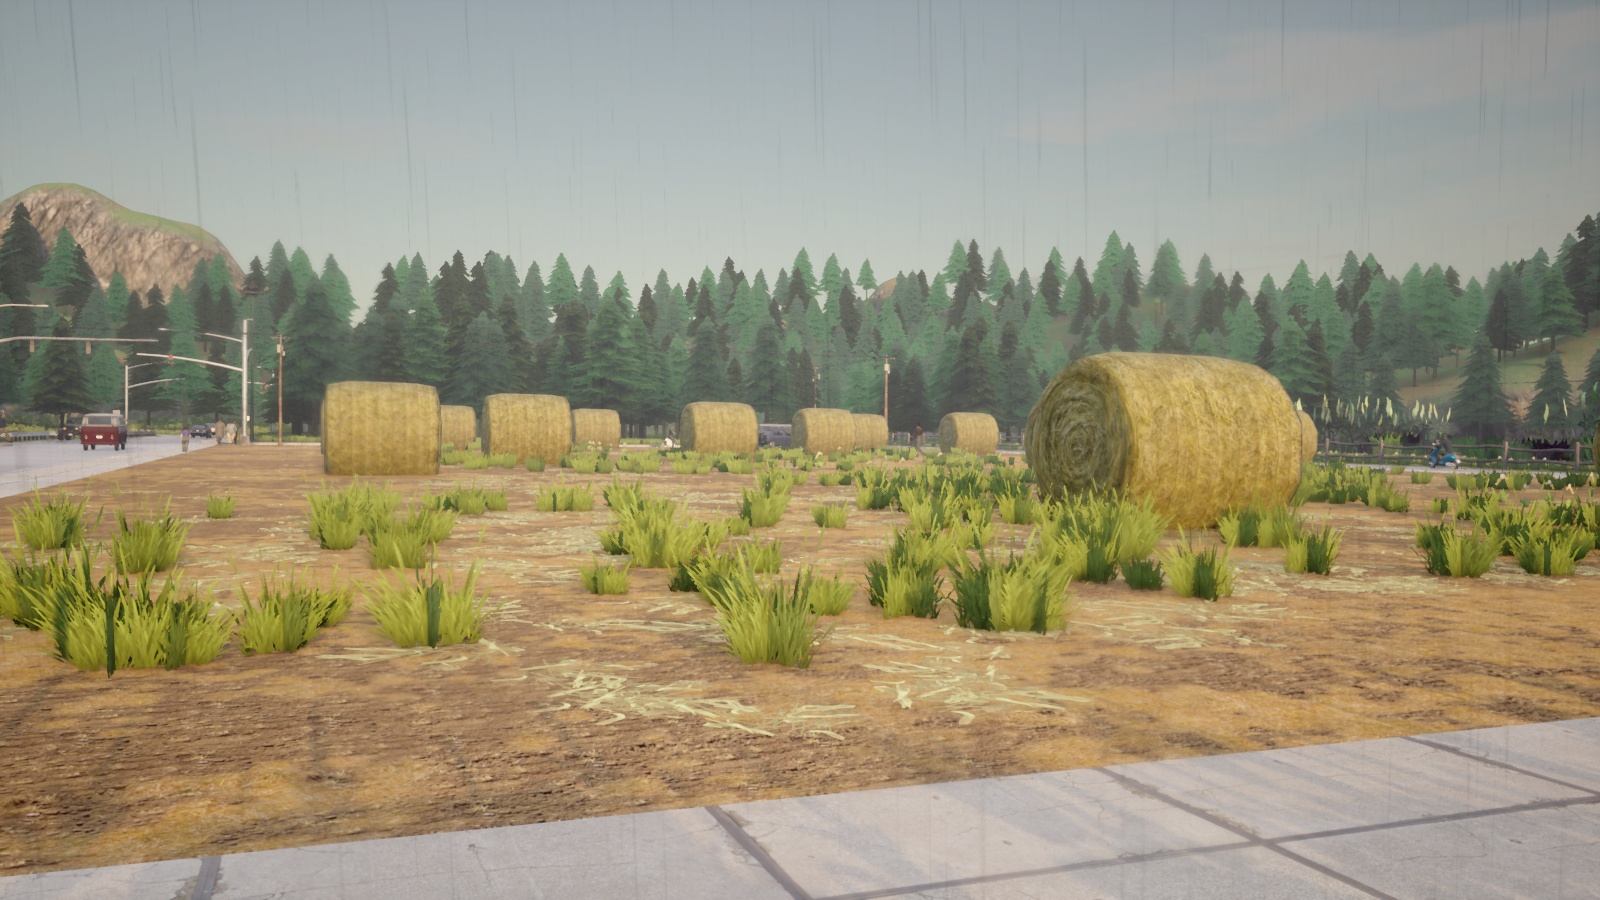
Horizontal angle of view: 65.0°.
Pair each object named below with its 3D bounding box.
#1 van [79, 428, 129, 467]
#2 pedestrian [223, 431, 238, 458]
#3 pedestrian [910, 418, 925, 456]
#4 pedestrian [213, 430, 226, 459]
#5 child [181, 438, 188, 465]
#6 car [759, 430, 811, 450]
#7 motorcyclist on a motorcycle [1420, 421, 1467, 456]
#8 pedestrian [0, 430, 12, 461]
[{"bbox_3d":[-37.342,-0.174,67.446,1.775,1.987,4.442,-1,1,-22],"label":"van"},{"bbox_3d":[-38.626,-0.376,85.170,0.874,1.855,0.900,-1,1,-20],"label":"pedestrian"},{"bbox_3d":[5.942,-0.677,63.663,0.666,1.930,0.402,0,1,23],"label":"pedestrian"},{"bbox_3d":[-39.488,-0.386,85.375,0.659,1.952,0.873,-1,1,-18],"label":"pedestrian"},{"bbox_3d":[-28.764,0.069,58.722,0.270,1.263,0.437,-1,1,-27],"label":"child"},{"bbox_3d":[-1.188,-0.787,99.212,3.633,1.501,1.845,-1,1,-21],"label":"car"},{"bbox_3d":[29.418,-0.533,57.410,0.866,1.590,1.817,-1,1,-18],"label":"motorcyclist on a motorcycle"},{"bbox_3d":[-46.862,-0.256,73.957,0.726,1.842,0.402,-1,1,-41],"label":"pedestrian"}]
